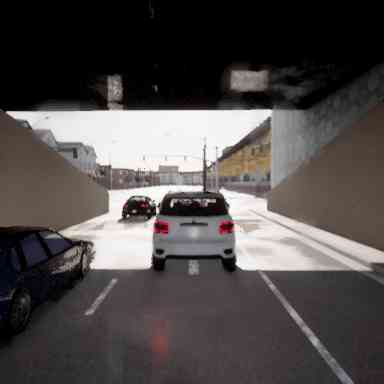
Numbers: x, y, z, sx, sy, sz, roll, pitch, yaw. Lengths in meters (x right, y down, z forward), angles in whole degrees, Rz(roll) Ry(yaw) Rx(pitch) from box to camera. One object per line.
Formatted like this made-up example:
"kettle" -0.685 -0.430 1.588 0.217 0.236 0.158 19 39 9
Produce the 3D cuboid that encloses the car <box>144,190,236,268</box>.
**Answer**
"car" 0.055 0.934 10.379 2.150 2.045 5.566 0 1 0

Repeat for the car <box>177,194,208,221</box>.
"car" 0.008 0.924 21.982 1.812 1.442 4.674 0 2 -1

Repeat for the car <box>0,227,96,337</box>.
"car" -3.420 1.374 6.251 2.033 1.411 5.357 0 2 0

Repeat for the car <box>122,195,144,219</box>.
"car" -3.452 0.920 22.138 1.812 1.442 4.674 0 1 0
